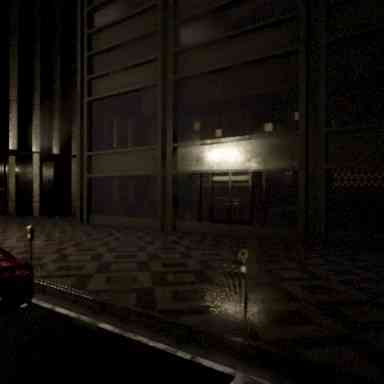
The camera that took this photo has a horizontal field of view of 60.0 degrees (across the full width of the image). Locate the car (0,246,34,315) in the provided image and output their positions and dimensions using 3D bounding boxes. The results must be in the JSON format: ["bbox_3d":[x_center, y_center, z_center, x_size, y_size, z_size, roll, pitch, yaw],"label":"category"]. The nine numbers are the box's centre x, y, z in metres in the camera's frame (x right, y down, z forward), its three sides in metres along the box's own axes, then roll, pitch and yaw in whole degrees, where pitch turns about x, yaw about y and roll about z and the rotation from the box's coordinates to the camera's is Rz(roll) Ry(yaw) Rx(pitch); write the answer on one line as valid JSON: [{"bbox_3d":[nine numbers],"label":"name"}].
[{"bbox_3d":[-4.873,1.505,6.438,4.507,1.381,1.887,0,0,35],"label":"car"}]
